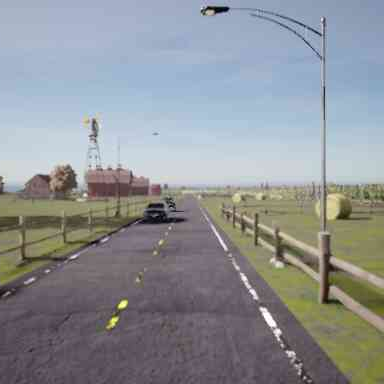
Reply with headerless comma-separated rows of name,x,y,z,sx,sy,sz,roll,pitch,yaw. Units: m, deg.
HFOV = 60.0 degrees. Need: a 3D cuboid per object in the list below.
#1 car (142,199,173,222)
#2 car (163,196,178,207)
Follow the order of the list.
car,-2.799,1.559,26.741,1.837,1.490,4.892,0,-1,0
car,-2.813,1.303,40.442,1.837,1.490,4.892,0,0,0
